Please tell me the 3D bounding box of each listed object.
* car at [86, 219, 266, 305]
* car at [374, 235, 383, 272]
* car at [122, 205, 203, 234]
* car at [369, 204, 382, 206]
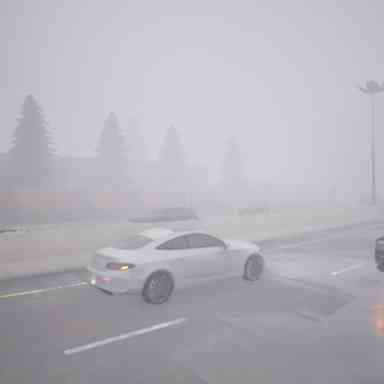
[{"bbox_3d":[-0.195,1.571,8.191,4.674,1.442,1.812,0,0,-38],"label":"car"},{"bbox_3d":[7.044,1.524,9.767,4.902,1.511,2.128,0,0,-42],"label":"car"},{"bbox_3d":[-1.756,1.623,20.959,4.892,1.490,1.837,0,0,-41],"label":"car"},{"bbox_3d":[23.777,1.751,42.071,1.895,1.301,4.718,0,0,44],"label":"car"}]
